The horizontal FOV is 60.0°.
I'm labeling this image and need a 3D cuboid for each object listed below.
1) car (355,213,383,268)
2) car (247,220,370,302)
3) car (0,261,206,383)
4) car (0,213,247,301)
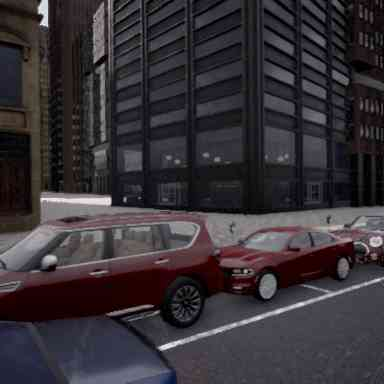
[{"bbox_3d":[6.224,1.438,11.098,4.097,1.590,1.967,0,-1,-35],"label":"car"},{"bbox_3d":[2.246,1.544,8.261,4.507,1.381,1.887,0,-1,-35],"label":"car"},{"bbox_3d":[-2.528,1.548,1.566,5.357,1.411,2.033,0,0,-35],"label":"car"},{"bbox_3d":[-1.734,1.315,5.427,5.009,1.841,2.192,0,-1,-35],"label":"car"}]
